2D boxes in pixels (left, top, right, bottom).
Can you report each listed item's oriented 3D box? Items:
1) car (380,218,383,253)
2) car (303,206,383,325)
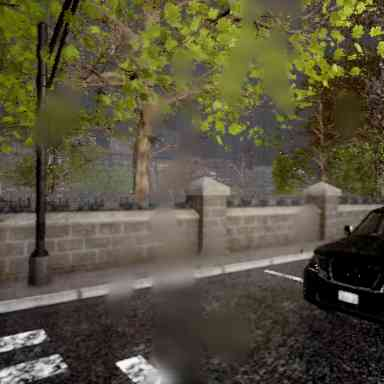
[{"bbox_3d":[9.506,1.689,13.338,4.206,1.307,1.802,0,0,-35],"label":"car"},{"bbox_3d":[4.636,1.274,6.680,5.566,2.045,2.150,0,0,-35],"label":"car"}]
